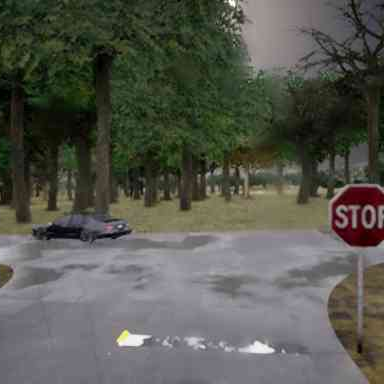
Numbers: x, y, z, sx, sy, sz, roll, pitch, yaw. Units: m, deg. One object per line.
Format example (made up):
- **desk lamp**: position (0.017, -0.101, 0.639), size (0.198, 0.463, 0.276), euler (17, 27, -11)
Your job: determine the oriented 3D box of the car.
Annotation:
- **car**: position (-5.621, 1.726, 16.647), size (5.357, 1.411, 2.033), euler (-2, 0, 27)
